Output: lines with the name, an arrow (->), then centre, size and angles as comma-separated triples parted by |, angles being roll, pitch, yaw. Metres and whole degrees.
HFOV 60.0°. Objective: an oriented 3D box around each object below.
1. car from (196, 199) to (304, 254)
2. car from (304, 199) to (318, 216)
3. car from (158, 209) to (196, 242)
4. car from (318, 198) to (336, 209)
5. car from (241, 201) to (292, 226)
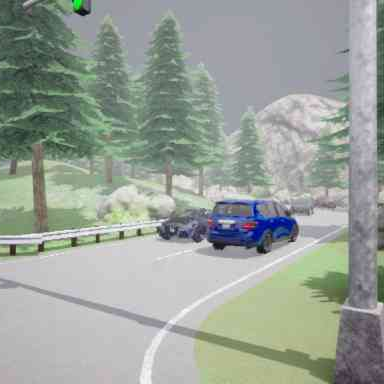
car -> 2.694, 1.351, 13.881 | 2.150, 2.045, 5.566 | 0, -1, 34
car -> 11.163, 1.519, 33.546 | 1.837, 1.490, 4.892 | 0, 0, 27
car -> 0.199, 1.577, 16.627 | 1.994, 1.385, 4.181 | 0, 0, 34
car -> 17.681, 1.581, 45.330 | 1.812, 1.442, 4.674 | 1, 0, -11
car -> 5.715, 1.505, 24.903 | 2.128, 1.511, 4.902 | 0, 0, 34
